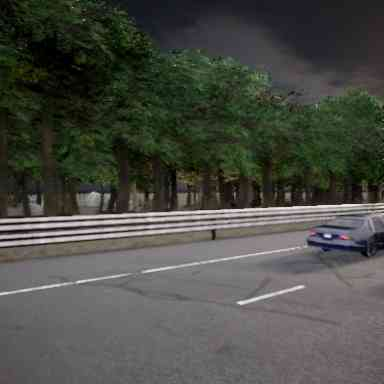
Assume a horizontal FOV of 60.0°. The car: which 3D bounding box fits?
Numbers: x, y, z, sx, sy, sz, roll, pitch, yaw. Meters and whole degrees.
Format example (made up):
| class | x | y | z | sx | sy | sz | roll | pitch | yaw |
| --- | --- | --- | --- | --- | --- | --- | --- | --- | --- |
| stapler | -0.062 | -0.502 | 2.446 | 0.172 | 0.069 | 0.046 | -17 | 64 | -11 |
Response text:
| class | x | y | z | sx | sy | sz | roll | pitch | yaw |
| --- | --- | --- | --- | --- | --- | --- | --- | --- | --- |
| car | 6.668 | 1.543 | 12.806 | 5.357 | 1.411 | 2.033 | 0 | 0 | -36 |
